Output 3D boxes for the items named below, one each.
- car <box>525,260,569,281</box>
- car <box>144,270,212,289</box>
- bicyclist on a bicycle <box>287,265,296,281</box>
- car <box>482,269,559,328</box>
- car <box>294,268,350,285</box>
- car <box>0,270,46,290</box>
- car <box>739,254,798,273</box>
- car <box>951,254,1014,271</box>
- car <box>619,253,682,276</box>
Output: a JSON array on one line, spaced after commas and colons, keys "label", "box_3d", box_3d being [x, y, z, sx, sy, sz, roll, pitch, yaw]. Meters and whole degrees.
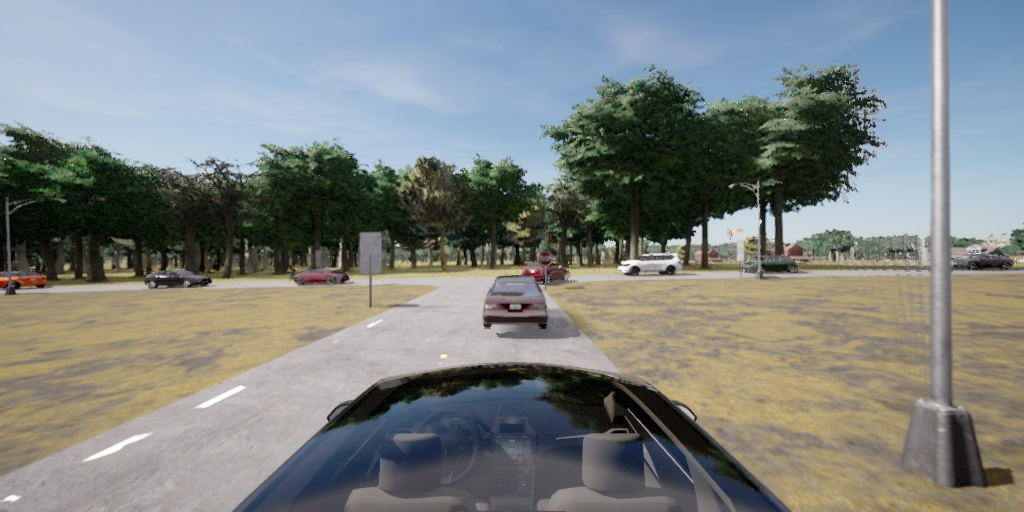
[{"label": "car", "box_3d": [2.715, 1.162, 27.979, 2.097, 1.767, 4.553, -1, 0, 34]}, {"label": "car", "box_3d": [-28.646, 1.959, 30.832, 4.892, 1.490, 1.837, -1, 1, 0]}, {"label": "bicyclist on a bicycle", "box_3d": [-22.580, 1.730, 36.784, 0.582, 1.620, 1.656, -1, 0, 0]}, {"label": "car", "box_3d": [0.103, 1.325, 11.512, 2.033, 1.411, 5.357, 0, 0, 0]}, {"label": "car", "box_3d": [-16.276, 1.734, 30.785, 4.181, 1.385, 1.994, -1, 1, 0]}, {"label": "car", "box_3d": [-47.210, 2.240, 33.786, 4.553, 1.767, 2.097, -1, 1, 1]}, {"label": "car", "box_3d": [23.950, 0.724, 33.613, 4.553, 1.767, 2.097, -1, 1, 0]}, {"label": "car", "box_3d": [43.538, 0.567, 33.516, 4.902, 1.511, 2.128, -1, 1, 1]}, {"label": "car", "box_3d": [12.934, 0.789, 33.655, 5.566, 2.045, 2.150, -1, 1, 0]}]
